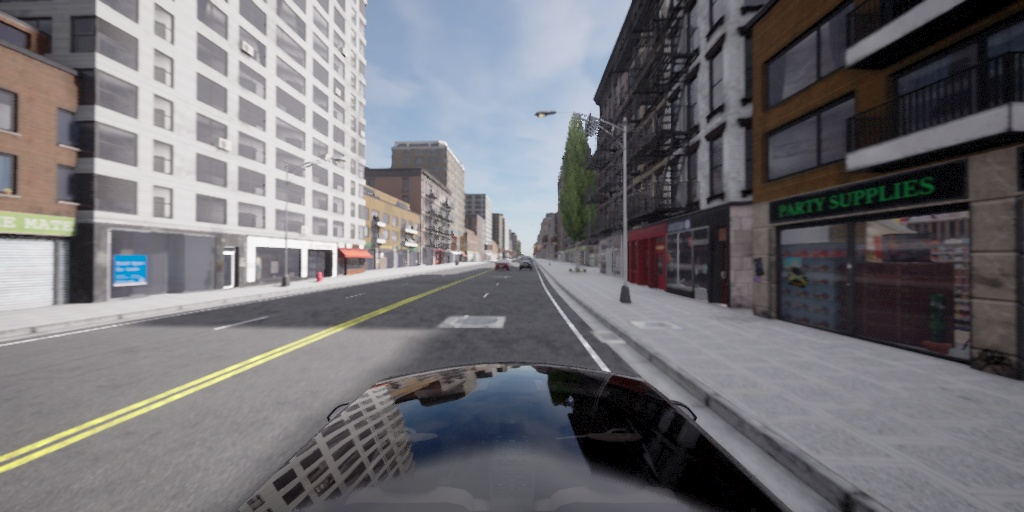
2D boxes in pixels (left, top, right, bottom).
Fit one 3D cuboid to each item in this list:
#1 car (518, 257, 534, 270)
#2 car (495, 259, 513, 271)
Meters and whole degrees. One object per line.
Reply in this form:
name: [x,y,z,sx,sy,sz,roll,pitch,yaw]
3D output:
car: [1.975,1.283,51.684,1.837,1.490,4.892,0,0,3]
car: [-1.332,1.252,50.697,1.882,1.535,5.008,0,0,3]
